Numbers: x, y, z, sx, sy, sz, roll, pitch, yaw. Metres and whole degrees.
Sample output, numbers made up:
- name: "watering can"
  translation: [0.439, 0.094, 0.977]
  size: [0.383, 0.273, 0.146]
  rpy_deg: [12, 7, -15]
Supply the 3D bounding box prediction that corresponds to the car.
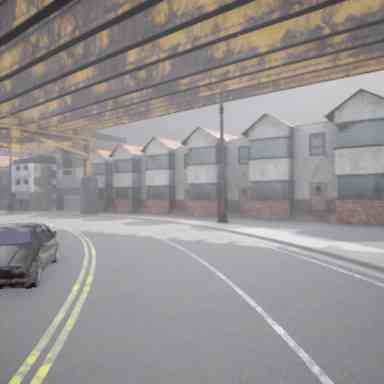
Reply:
- name: "car"
  translation: [-4.957, 1.611, 9.399]
  size: [2.033, 1.411, 5.357]
  rpy_deg: [0, 0, -14]
